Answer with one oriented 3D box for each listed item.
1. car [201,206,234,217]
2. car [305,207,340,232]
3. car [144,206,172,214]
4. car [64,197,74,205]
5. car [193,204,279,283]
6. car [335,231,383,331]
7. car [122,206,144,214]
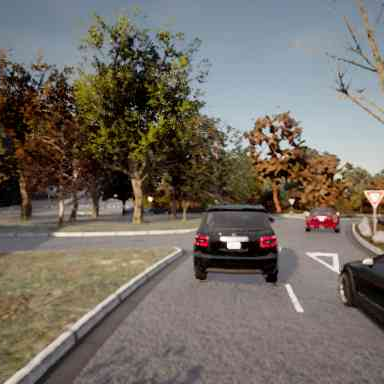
[{"bbox_3d":[3.820,2.907,50.765,2.128,1.511,4.902,2,-3,-42],"label":"car"},{"bbox_3d":[9.293,1.859,23.585,2.097,1.767,4.553,-1,-2,24],"label":"car"},{"bbox_3d":[-5.025,3.083,55.970,4.892,1.490,1.837,-1,-2,25],"label":"car"},{"bbox_3d":[-32.501,2.633,85.586,1.946,1.575,5.366,1,1,-12],"label":"car"},{"bbox_3d":[1.408,1.376,10.356,2.150,2.045,5.566,0,-1,9],"label":"car"},{"bbox_3d":[3.981,1.631,5.505,1.994,1.385,4.181,0,-1,6],"label":"car"},{"bbox_3d":[-9.803,3.243,59.659,5.357,1.411,2.033,0,-2,1],"label":"car"}]
